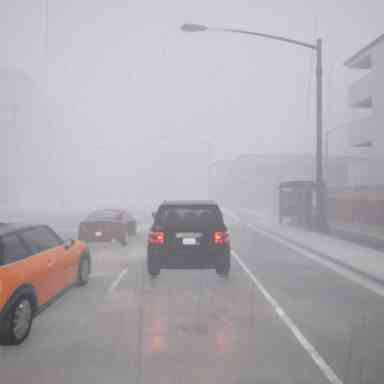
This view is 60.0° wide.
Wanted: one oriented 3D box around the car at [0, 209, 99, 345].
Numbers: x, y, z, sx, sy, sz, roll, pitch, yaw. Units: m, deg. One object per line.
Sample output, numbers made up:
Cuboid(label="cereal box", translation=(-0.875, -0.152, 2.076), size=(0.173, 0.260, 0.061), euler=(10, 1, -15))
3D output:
Cuboid(label="car", translation=(-3.549, 1.362, 6.542), size=(2.097, 1.767, 4.553), euler=(0, 0, -1))

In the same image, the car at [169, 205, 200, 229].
Cuboid(label="car", translation=(-0.478, 1.629, 22.780), size=(1.895, 1.301, 4.718), euler=(0, 0, -1))

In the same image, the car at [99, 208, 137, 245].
Cuboid(label="car", translation=(-3.756, 1.498, 15.581), size=(1.882, 1.535, 5.008), euler=(0, 0, -2))

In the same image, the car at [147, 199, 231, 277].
Cuboid(label="car", translation=(-0.124, 1.237, 10.482), size=(2.150, 2.045, 5.566), euler=(0, 0, -1))
